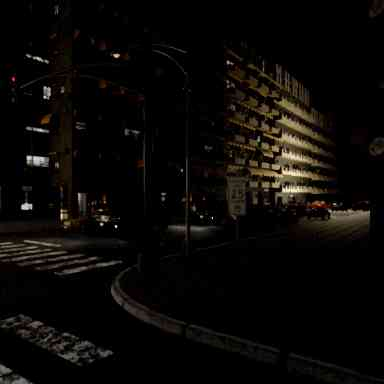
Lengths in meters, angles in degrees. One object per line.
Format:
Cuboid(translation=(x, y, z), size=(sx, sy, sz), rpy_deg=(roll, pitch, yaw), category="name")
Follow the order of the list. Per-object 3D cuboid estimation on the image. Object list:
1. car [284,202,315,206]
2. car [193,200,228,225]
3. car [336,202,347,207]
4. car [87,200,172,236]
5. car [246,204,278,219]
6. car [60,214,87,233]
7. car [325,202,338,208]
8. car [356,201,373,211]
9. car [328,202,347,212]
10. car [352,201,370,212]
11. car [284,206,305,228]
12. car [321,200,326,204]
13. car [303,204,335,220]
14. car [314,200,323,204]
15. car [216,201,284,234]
Cuboid(translation=(12.303, 2.234, 38.389), size=(1.837, 1.490, 4.892), rpy_deg=(0, -1, 35), category="car")
Cuboid(translation=(2.342, 1.728, 29.707), size=(2.150, 2.045, 5.566), rpy_deg=(0, -1, 34), category="car")
Cuboid(translation=(39.235, 3.282, 87.135), size=(1.947, 1.339, 4.313), rpy_deg=(-1, -2, 35), category="car")
Cuboid(translation=(-3.566, 1.541, 21.237), size=(2.150, 2.045, 5.566), rpy_deg=(0, -1, 35), category="car")
Cuboid(translation=(8.068, 2.191, 37.889), size=(1.837, 1.490, 4.892), rpy_deg=(0, -1, 35), category="car")
Cuboid(translation=(-6.231, 1.834, 21.965), size=(1.752, 1.417, 4.829), rpy_deg=(-1, -2, 35), category="car")
Cuboid(translation=(32.752, 3.067, 77.844), size=(1.887, 1.381, 4.507), rpy_deg=(-1, -2, 35), category="car")
Cuboid(translation=(33.150, 2.621, 63.834), size=(2.192, 1.841, 5.009), rpy_deg=(-1, -2, 35), category="car")
Cuboid(translation=(25.273, 2.626, 56.992), size=(2.128, 1.511, 4.902), rpy_deg=(0, -1, 35), category="car")
Cuboid(translation=(29.909, 2.522, 59.188), size=(2.192, 1.841, 5.009), rpy_deg=(-1, -2, 35), category="car")
Cuboid(translation=(7.228, 2.043, 26.669), size=(1.887, 1.381, 4.507), rpy_deg=(-1, -2, 35), category="car")
Cuboid(translation=(26.270, 2.640, 68.559), size=(2.192, 1.841, 5.009), rpy_deg=(-1, -2, 35), category="car")
Cuboid(translation=(13.709, 2.284, 35.957), size=(1.802, 1.307, 4.206), rpy_deg=(-1, -2, 35), category="car")
Cuboid(translation=(23.031, 2.771, 63.910), size=(1.887, 1.381, 4.507), rpy_deg=(-1, -2, 35), category="car")
Cuboid(translation=(3.987, 1.711, 22.030), size=(2.192, 1.841, 5.009), rpy_deg=(-1, -2, 35), category="car")
